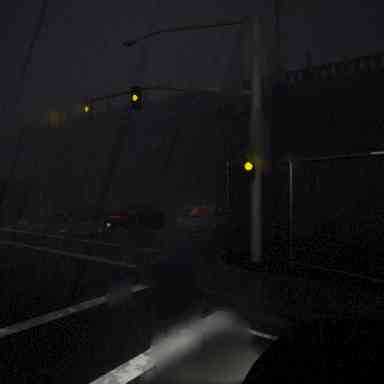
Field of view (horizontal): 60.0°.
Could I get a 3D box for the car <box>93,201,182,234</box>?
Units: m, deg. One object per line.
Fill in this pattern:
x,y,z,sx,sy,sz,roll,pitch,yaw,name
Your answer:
-3.091,1.547,19.908,2.128,1.511,4.902,0,0,35,car

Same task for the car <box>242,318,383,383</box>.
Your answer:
2.931,1.547,1.876,5.357,1.411,2.033,0,0,36,car

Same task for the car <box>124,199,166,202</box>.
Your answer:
-4.402,1.407,24.447,2.097,1.767,4.553,0,0,35,car

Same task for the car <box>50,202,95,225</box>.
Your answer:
-8.188,1.533,25.166,1.882,1.535,5.008,0,0,35,car

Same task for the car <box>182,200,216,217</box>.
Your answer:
0.945,1.533,31.964,1.882,1.535,5.008,0,0,35,car
